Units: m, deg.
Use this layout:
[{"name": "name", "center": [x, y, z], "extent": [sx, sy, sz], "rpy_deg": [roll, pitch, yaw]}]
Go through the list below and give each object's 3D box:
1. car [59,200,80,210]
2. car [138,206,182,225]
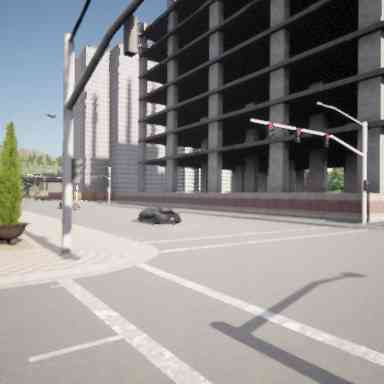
[{"name": "car", "center": [-17.557, 1.776, 47.600], "extent": [2.033, 1.411, 5.357], "rpy_deg": [1, -1, -34]}, {"name": "car", "center": [-2.561, 1.783, 25.981], "extent": [1.994, 1.385, 4.181], "rpy_deg": [1, 0, -35]}]
